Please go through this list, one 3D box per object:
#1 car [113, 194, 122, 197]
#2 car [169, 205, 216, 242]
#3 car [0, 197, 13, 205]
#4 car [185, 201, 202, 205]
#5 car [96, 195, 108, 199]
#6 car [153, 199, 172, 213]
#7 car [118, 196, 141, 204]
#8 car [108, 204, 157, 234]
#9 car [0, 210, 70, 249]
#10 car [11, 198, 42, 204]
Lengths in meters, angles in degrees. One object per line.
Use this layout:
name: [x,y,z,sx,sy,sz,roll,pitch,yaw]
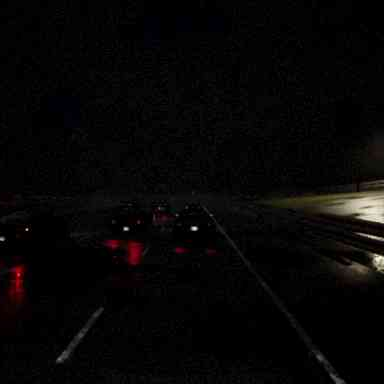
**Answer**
car: [-17.462,1.279,77.919,1.837,1.490,4.892,0,0,0]
car: [0.107,1.559,16.522,1.994,1.385,4.181,0,0,0]
car: [-21.075,1.341,36.332,2.097,1.767,4.553,0,0,0]
car: [0.117,1.592,35.404,1.895,1.301,4.718,0,0,0]
car: [-20.962,1.340,77.506,1.812,1.442,4.674,0,0,0]
car: [-3.382,1.483,37.141,2.128,1.511,4.902,0,0,0]
car: [-6.881,1.496,37.266,1.837,1.490,4.892,0,0,0]
car: [-3.391,1.594,19.360,1.895,1.301,4.718,0,0,0]
car: [-6.894,1.520,14.406,1.812,1.442,4.674,0,0,0]
car: [-17.574,1.554,36.654,1.994,1.385,4.181,0,0,0]
